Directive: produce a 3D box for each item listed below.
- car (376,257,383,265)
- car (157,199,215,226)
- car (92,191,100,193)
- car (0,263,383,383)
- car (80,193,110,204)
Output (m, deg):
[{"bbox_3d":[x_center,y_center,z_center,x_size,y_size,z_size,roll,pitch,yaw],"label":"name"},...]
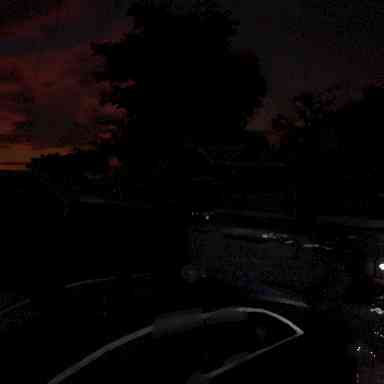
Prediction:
[{"bbox_3d":[5.874,1.501,7.119,4.718,1.301,1.895,-1,1,-35],"label":"car"},{"bbox_3d":[-0.516,1.213,21.268,2.128,1.511,4.902,-2,2,-35],"label":"car"},{"bbox_3d":[-25.764,0.623,90.075,2.097,1.767,4.553,-1,0,5],"label":"car"},{"bbox_3d":[-0.729,1.487,2.429,4.902,1.511,2.128,-1,0,-35],"label":"car"},{"bbox_3d":[-10.894,1.127,36.254,1.812,1.442,4.674,-2,2,-34],"label":"car"}]
